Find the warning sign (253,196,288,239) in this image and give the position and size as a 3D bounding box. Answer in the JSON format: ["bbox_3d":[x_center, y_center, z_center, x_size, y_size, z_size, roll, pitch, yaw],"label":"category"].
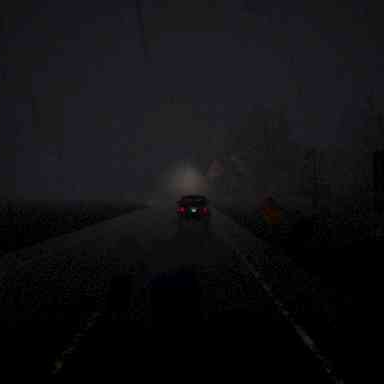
[{"bbox_3d":[3.568,1.117,15.216,1.300,1.860,1.060,1,1,0],"label":"warning sign"}]

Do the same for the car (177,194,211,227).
[{"bbox_3d":[0.112,1.223,23.082,2.150,2.045,5.566,0,0,0],"label":"car"}]

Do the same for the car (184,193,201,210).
[{"bbox_3d":[0.106,1.221,44.906,2.150,2.045,5.566,0,0,0],"label":"car"}]
